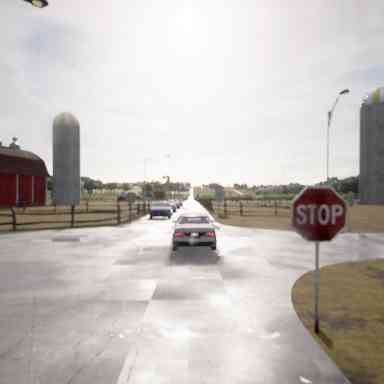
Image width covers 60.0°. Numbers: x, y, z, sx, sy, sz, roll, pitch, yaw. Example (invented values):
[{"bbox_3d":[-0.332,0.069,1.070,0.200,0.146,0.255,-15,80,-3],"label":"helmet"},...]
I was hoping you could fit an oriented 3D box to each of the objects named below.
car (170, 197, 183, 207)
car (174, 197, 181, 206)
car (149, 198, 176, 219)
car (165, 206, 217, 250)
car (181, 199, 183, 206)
[{"bbox_3d":[-2.754,1.786,60.998,2.097,1.767,4.553,0,-1,1],"label":"car"},{"bbox_3d":[-2.832,1.706,40.858,2.128,1.511,4.902,0,0,0],"label":"car"},{"bbox_3d":[-2.841,1.630,31.368,1.882,1.535,5.008,0,0,0],"label":"car"},{"bbox_3d":[0.093,1.619,14.823,2.033,1.411,5.357,0,0,0],"label":"car"},{"bbox_3d":[-2.812,1.798,50.972,2.128,1.511,4.902,0,-1,0],"label":"car"}]
